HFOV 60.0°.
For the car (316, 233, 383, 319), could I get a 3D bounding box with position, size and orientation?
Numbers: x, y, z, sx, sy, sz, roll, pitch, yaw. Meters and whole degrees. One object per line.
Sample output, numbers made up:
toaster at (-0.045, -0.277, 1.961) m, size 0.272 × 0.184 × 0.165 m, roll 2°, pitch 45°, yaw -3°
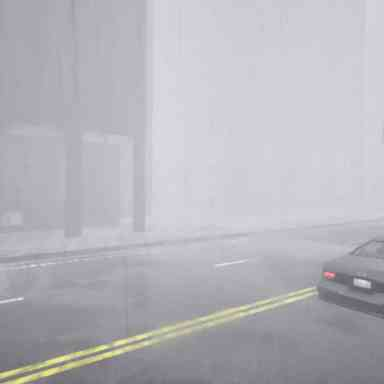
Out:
car at (4.806, 1.526, 6.869) m, size 5.357 × 1.411 × 2.033 m, roll 0°, pitch 0°, yaw -36°
